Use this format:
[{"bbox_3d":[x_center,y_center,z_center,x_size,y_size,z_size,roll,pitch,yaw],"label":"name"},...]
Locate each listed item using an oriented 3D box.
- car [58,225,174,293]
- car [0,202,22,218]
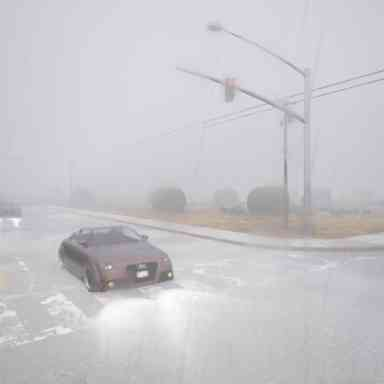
[{"bbox_3d":[-2.229,1.618,9.035,1.994,1.385,4.181,0,1,-35],"label":"car"},{"bbox_3d":[-16.605,1.572,29.798,1.994,1.385,4.181,0,1,-35],"label":"car"}]
